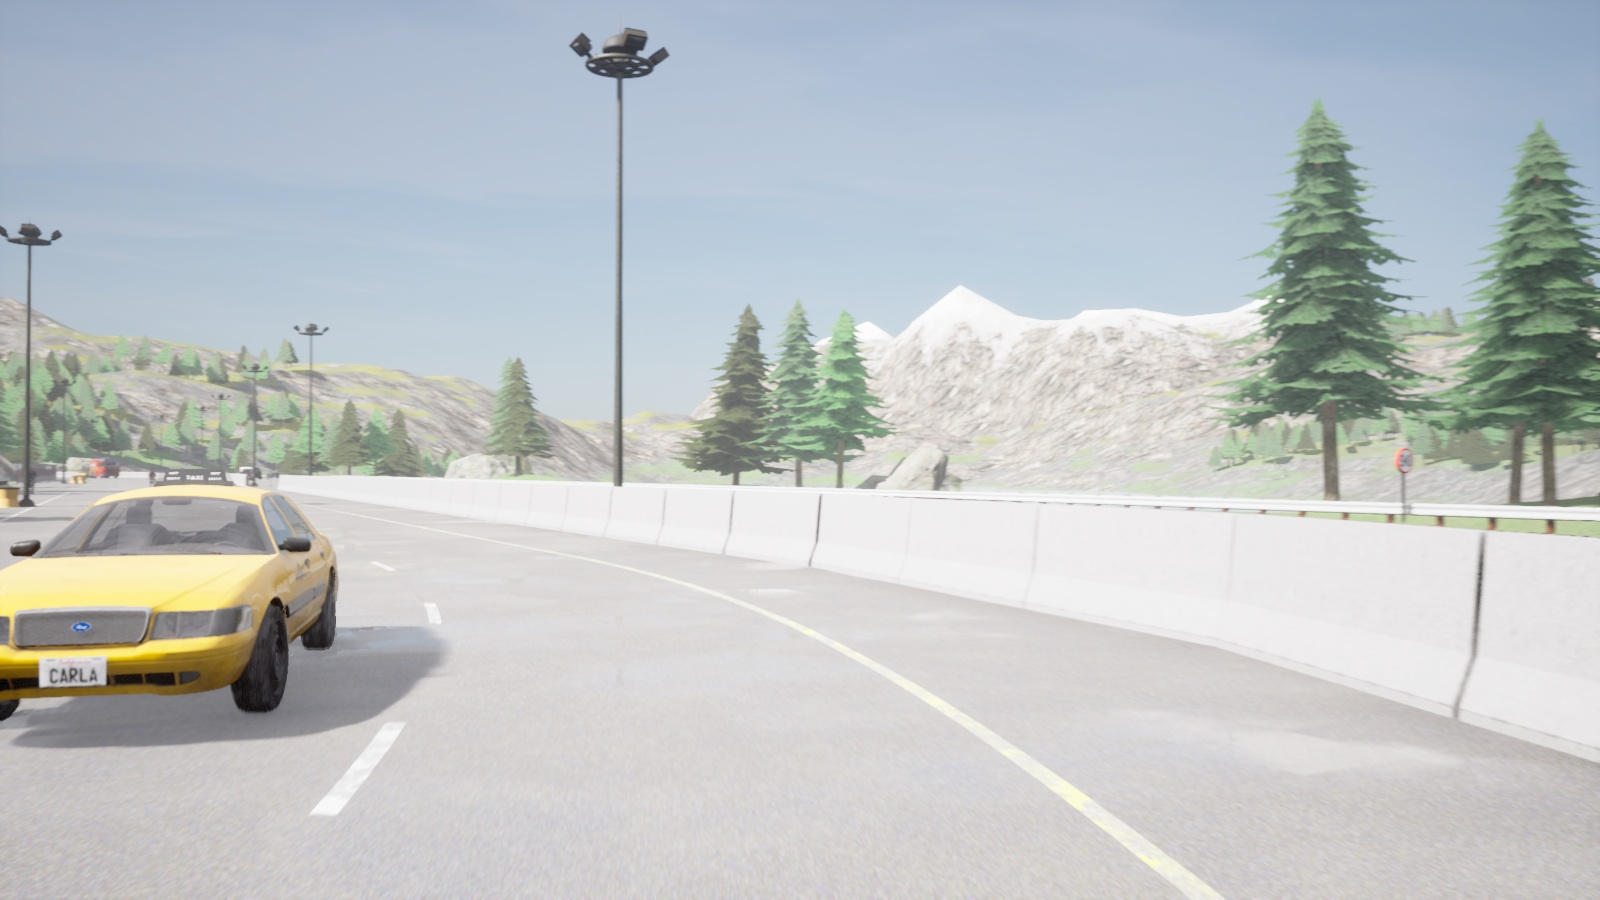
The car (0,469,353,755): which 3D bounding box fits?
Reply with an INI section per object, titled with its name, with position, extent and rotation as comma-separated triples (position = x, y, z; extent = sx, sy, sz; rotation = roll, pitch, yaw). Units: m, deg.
[car]
position = -4.679, 0.949, 9.675
extent = 1.801, 1.575, 5.366
rotation = 0, -1, -14
